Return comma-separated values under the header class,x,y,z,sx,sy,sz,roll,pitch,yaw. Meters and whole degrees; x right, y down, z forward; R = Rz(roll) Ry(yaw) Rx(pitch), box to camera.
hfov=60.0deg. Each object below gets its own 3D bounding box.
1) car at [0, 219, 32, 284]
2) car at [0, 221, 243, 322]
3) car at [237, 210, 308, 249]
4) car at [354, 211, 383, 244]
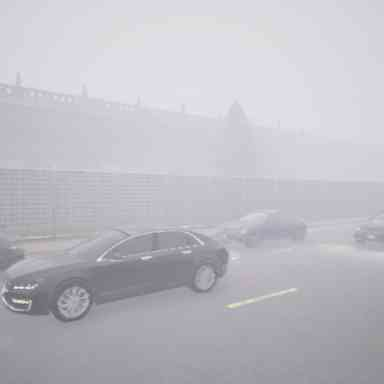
class,x,y,z,sx,sy,sz,roll,pitch,yaw
car,-6.542,1.524,7.918,4.674,1.442,1.812,0,0,-36
car,-1.357,1.510,7.319,4.892,1.490,1.837,0,0,-35
car,3.243,1.541,14.813,4.674,1.442,1.812,0,0,-35
car,9.118,1.548,14.755,4.674,1.442,1.812,0,0,-35
